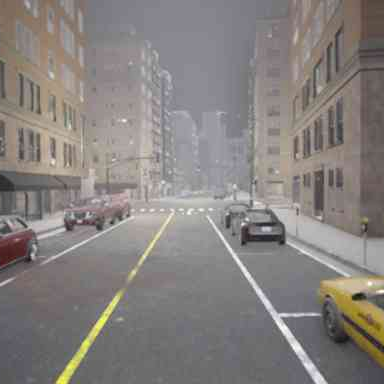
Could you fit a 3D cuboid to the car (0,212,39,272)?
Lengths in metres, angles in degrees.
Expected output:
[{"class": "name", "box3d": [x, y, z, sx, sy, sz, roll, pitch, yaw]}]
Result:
[{"class": "car", "box3d": [-5.749, 1.413, 8.723, 1.967, 1.590, 4.097, -1, 1, -1]}]

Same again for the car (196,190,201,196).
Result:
[{"class": "car", "box3d": [0.689, 0.462, 92.443, 1.752, 1.417, 4.829, -1, 1, 8]}]

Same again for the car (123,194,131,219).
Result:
[{"class": "car", "box3d": [-5.907, 1.119, 25.244, 2.192, 1.841, 5.009, -1, 1, -1]}]

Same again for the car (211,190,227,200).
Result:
[{"class": "car", "box3d": [5.155, 0.807, 64.183, 1.947, 1.339, 4.313, -1, 1, 8]}]

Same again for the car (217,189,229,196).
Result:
[{"class": "car", "box3d": [6.753, 0.654, 75.059, 1.947, 1.339, 4.313, -1, 1, 8]}]

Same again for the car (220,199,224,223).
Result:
[{"class": "car", "box3d": [2.675, 1.333, 19.826, 1.947, 1.339, 4.313, -1, 1, -1]}]

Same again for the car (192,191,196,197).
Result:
[{"class": "car", "box3d": [-0.885, 0.519, 81.735, 1.967, 1.590, 4.097, -1, 1, 8]}]

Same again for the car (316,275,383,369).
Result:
[{"class": "car", "box3d": [2.828, 1.459, 3.478, 1.752, 1.417, 4.829, -1, 1, -1]}]

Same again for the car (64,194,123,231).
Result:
[{"class": "car", "box3d": [-5.855, 1.176, 19.737, 2.192, 1.841, 5.009, -1, 1, -1]}]

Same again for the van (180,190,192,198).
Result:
[{"class": "van", "box3d": [-1.686, 0.495, 76.296, 1.690, 1.788, 3.998, -1, 1, 8]}]

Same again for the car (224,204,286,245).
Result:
[{"class": "car", "box3d": [2.727, 1.390, 14.319, 1.947, 1.339, 4.313, -1, 1, -1]}]
